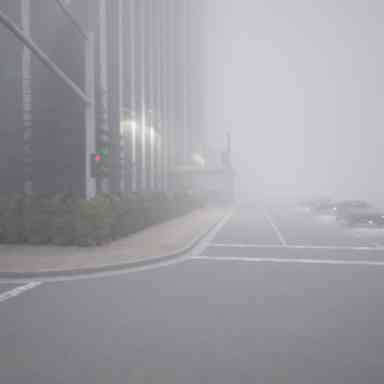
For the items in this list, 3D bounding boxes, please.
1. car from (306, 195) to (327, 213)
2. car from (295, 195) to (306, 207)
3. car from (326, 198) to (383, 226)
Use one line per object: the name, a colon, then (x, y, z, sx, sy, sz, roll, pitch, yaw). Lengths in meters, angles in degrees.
car: (11.943, 1.175, 30.286, 1.895, 1.301, 4.718, 0, 1, 10)
car: (13.757, 1.051, 40.435, 1.895, 1.301, 4.718, 0, 1, 10)
car: (10.252, 1.237, 20.821, 2.033, 1.411, 5.357, 0, 1, 10)
